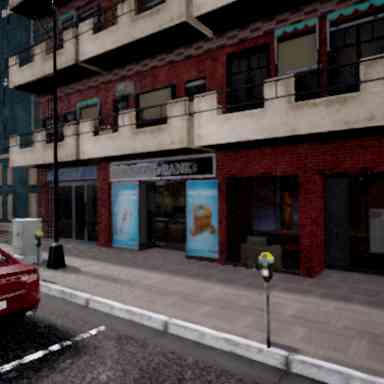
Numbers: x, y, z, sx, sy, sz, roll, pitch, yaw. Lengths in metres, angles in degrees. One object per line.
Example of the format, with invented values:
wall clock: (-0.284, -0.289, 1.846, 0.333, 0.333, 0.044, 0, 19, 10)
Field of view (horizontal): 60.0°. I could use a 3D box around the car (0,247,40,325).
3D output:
car: (-4.634, 1.533, 6.170, 4.507, 1.381, 1.887, 0, -1, 36)
